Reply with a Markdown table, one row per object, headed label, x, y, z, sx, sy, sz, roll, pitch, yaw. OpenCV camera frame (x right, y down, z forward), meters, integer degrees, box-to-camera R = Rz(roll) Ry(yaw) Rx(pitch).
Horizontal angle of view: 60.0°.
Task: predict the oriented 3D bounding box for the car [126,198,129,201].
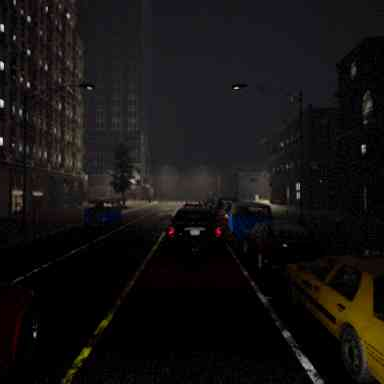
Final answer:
| label | x | y | z | sx | sy | sz | roll | pitch | yaw |
| --- | --- | --- | --- | --- | --- | --- | --- | --- | --- |
| car | -17.431 | 1.748 | 81.395 | 4.206 | 1.307 | 1.802 | -1 | -1 | 1 |

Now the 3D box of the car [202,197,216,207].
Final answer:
| label | x | y | z | sx | sy | sz | roll | pitch | yaw |
| --- | --- | --- | --- | --- | --- | --- | --- | --- | --- |
| car | 2.699 | 1.617 | 54.315 | 2.008 | 1.369 | 4.403 | 1 | 0 | 0 |

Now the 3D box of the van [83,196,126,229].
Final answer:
| label | x | y | z | sx | sy | sz | roll | pitch | yaw |
| --- | --- | --- | --- | --- | --- | --- | --- | --- | --- |
| van | -5.676 | 1.372 | 21.446 | 1.690 | 1.788 | 3.998 | 1 | 0 | 0 |

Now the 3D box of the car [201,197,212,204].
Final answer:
| label | x | y | z | sx | sy | sz | roll | pitch | yaw |
| --- | --- | --- | --- | --- | --- | --- | --- | --- | --- |
| car | 2.821 | 1.659 | 65.267 | 1.802 | 1.307 | 4.206 | 1 | 0 | 0 |

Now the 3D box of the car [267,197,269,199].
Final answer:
| label | x | y | z | sx | sy | sz | roll | pitch | yaw |
| --- | --- | --- | --- | --- | --- | --- | --- | --- | --- |
| car | 20.677 | 1.329 | 81.032 | 4.829 | 1.417 | 1.752 | -1 | -1 | 1 |

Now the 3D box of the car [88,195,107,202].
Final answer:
| label | x | y | z | sx | sy | sz | roll | pitch | yaw |
| --- | --- | --- | --- | --- | --- | --- | --- | --- | --- |
| car | -23.116 | 1.661 | 81.450 | 4.097 | 1.590 | 1.967 | -1 | -1 | 1 |

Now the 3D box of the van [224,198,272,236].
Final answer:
| label | x | y | z | sx | sy | sz | roll | pitch | yaw |
| --- | --- | --- | --- | --- | --- | --- | --- | --- | --- |
| van | 2.704 | 1.365 | 15.972 | 1.690 | 1.788 | 3.998 | 1 | 0 | 0 |

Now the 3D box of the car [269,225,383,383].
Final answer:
| label | x | y | z | sx | sy | sz | roll | pitch | yaw |
| --- | --- | --- | --- | --- | --- | --- | --- | --- | --- |
| car | 2.702 | 1.534 | 5.185 | 1.752 | 1.417 | 4.829 | 1 | 0 | 0 |

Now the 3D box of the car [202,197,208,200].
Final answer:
| label | x | y | z | sx | sy | sz | roll | pitch | yaw |
| --- | --- | --- | --- | --- | --- | --- | --- | --- | --- |
| car | 0.099 | 1.534 | 30.900 | 2.128 | 1.511 | 4.902 | 0 | 0 | 0 |

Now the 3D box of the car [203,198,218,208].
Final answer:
| label | x | y | z | sx | sy | sz | roll | pitch | yaw |
| --- | --- | --- | --- | --- | --- | --- | --- | --- | --- |
| car | 2.699 | 1.627 | 48.837 | 1.947 | 1.339 | 4.313 | 1 | 0 | 0 |

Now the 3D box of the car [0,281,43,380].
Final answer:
| label | x | y | z | sx | sy | sz | roll | pitch | yaw |
| --- | --- | --- | --- | --- | --- | --- | --- | --- | --- |
| car | -3.101 | 1.569 | 3.017 | 1.994 | 1.385 | 4.181 | 0 | 0 | 0 |

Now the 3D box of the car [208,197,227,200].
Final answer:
| label | x | y | z | sx | sy | sz | roll | pitch | yaw |
| --- | --- | --- | --- | --- | --- | --- | --- | --- | --- |
| car | 2.704 | 1.353 | 26.928 | 2.192 | 1.841 | 5.009 | 1 | 0 | 0 |

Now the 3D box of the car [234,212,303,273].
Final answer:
| label | x | y | z | sx | sy | sz | roll | pitch | yaw |
| --- | --- | --- | --- | --- | --- | --- | --- | --- | --- |
| car | 2.701 | 1.567 | 10.493 | 2.008 | 1.369 | 4.403 | 1 | 0 | 0 |

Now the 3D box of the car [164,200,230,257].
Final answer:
| label | x | y | z | sx | sy | sz | roll | pitch | yaw |
| --- | --- | --- | --- | --- | --- | --- | --- | --- | --- |
| car | 0.100 | 1.372 | 13.161 | 2.097 | 1.767 | 4.553 | 0 | 0 | 0 |

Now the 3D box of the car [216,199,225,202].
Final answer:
| label | x | y | z | sx | sy | sz | roll | pitch | yaw |
| --- | --- | --- | --- | --- | --- | --- | --- | --- | --- |
| car | 2.702 | 1.471 | 21.449 | 1.967 | 1.590 | 4.097 | 1 | 0 | 0 |
